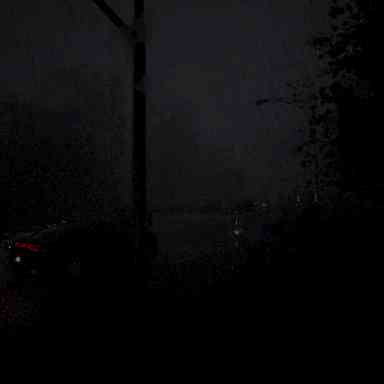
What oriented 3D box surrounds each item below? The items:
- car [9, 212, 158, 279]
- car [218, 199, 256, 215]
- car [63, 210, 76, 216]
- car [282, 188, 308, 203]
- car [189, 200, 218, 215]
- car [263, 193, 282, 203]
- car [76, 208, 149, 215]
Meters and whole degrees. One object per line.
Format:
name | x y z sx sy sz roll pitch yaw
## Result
car | -3.209 1.662 10.909 1.882 1.535 5.008 -1 -1 36
car | 5.036 1.493 34.569 1.837 1.490 4.892 -1 1 36
car | -7.643 1.900 22.904 1.994 1.385 4.181 -1 0 36
car | 15.457 0.691 48.952 2.097 1.767 4.553 -1 2 35
car | 1.528 1.594 35.684 1.812 1.442 4.674 -1 1 36
car | 12.593 0.895 50.960 1.837 1.490 4.892 -1 2 35
car | -4.575 1.791 21.180 1.837 1.490 4.892 -1 0 36
